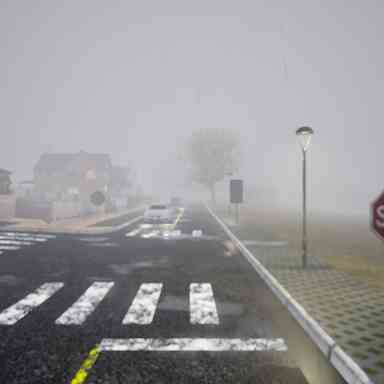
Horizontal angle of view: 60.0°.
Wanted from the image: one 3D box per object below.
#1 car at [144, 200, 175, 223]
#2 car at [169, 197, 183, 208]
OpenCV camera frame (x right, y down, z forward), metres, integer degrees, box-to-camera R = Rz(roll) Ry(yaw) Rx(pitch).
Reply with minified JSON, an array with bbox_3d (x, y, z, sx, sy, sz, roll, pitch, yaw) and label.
[{"bbox_3d":[-2.611,1.615,26.135,1.812,1.442,4.674,0,0,1],"label":"car"},{"bbox_3d":[-2.417,1.509,51.136,2.097,1.767,4.553,0,0,0],"label":"car"}]
